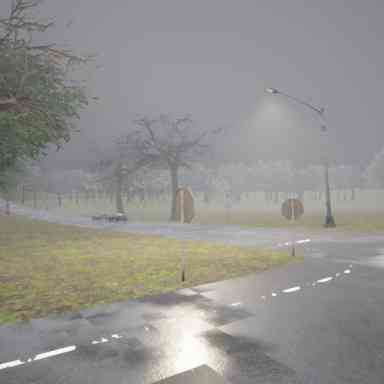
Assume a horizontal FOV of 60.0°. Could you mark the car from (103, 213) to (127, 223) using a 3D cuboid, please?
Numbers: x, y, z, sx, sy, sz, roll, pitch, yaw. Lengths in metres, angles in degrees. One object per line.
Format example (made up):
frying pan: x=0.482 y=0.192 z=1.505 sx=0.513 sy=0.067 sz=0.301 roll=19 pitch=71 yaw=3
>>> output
car: x=-12.157 y=4.140 z=53.857 sx=1.882 sy=1.535 sz=5.008 roll=-1 pitch=-2 yaw=-34

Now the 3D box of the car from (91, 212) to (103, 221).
car: x=-16.896 y=4.515 z=60.767 sx=1.837 sy=1.490 sz=4.892 roll=-1 pitch=-1 yaw=-34
